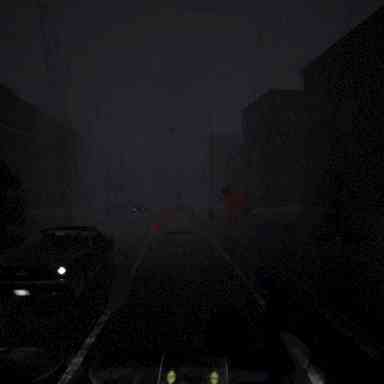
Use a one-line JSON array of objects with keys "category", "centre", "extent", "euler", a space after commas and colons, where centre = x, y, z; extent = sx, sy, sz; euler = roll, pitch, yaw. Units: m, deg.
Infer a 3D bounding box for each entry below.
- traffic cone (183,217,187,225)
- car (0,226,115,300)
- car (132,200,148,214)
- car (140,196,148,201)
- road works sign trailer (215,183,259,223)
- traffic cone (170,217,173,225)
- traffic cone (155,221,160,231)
[{"category": "traffic cone", "centre": [-0.527, 2.144, 24.474], "extent": [0.340, 0.580, 0.340], "euler": [0, -1, -4]}, {"category": "car", "centre": [-3.314, 1.602, 8.505], "extent": [1.895, 1.301, 4.718], "euler": [0, 0, -2]}, {"category": "car", "centre": [-7.791, 2.418, 49.684], "extent": [1.837, 1.490, 4.892], "euler": [0, -1, -7]}, {"category": "car", "centre": [-12.600, 1.831, 87.185], "extent": [1.882, 1.535, 5.008], "euler": [0, 1, -7]}, {"category": "road works sign trailer", "centre": [3.290, 1.114, 24.217], "extent": [2.380, 2.880, 3.560], "euler": [46, 22, 21]}, {"category": "traffic cone", "centre": [-1.523, 2.148, 24.395], "extent": [0.340, 0.580, 0.340], "euler": [0, -1, -4]}, {"category": "traffic cone", "centre": [-2.043, 2.037, 18.331], "extent": [0.340, 0.580, 0.340], "euler": [0, -1, -5]}]
